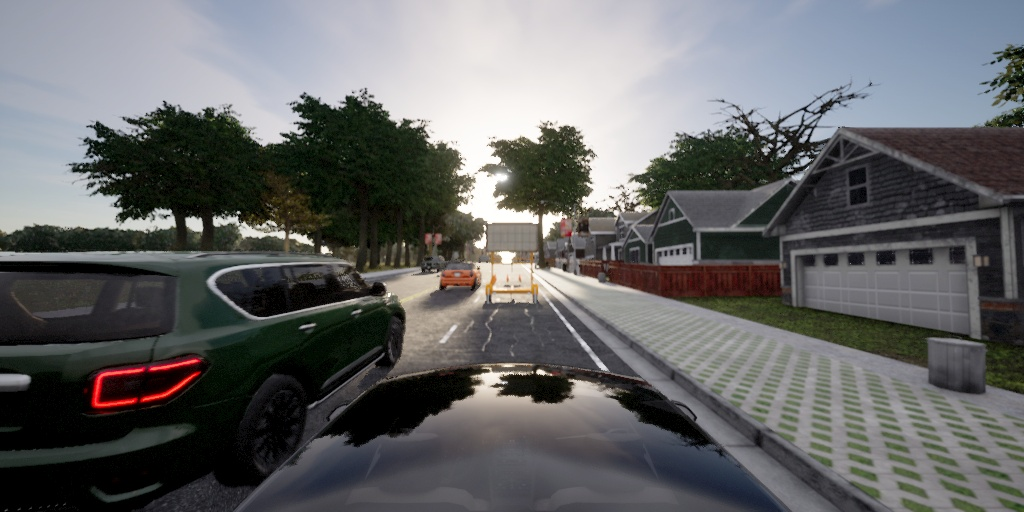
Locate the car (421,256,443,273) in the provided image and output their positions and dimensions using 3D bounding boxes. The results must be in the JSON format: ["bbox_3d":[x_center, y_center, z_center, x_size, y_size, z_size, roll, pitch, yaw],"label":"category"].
[{"bbox_3d":[-9.818,0.978,45.129,2.150,2.045,5.566,0,0,0],"label":"car"}]

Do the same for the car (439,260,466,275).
[{"bbox_3d":[-6.572,1.245,40.071,2.128,1.511,4.902,0,0,0],"label":"car"}]

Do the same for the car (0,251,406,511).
[{"bbox_3d":[-3.158,0.975,4.754,2.150,2.045,5.566,0,0,0],"label":"car"}]

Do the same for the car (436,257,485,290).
[{"bbox_3d":[-3.135,1.112,22.706,2.097,1.767,4.553,0,0,0],"label":"car"}]

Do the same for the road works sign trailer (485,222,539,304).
[{"bbox_3d":[0.006,0.225,16.565,2.380,3.560,2.880,0,0,1],"label":"road works sign trailer"}]
